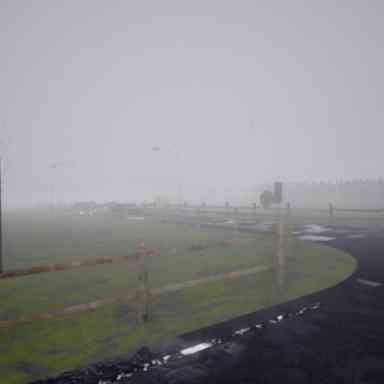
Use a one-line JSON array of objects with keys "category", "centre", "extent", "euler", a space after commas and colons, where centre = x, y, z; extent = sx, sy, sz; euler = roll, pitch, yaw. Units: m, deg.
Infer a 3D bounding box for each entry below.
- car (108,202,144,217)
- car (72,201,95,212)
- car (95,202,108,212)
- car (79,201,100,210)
[{"category": "car", "centre": [-6.969, 1.934, 36.412], "extent": [2.033, 1.411, 5.357], "euler": [-1, 0, -34]}, {"category": "car", "centre": [-17.074, 2.297, 51.339], "extent": [1.837, 1.490, 4.892], "euler": [-1, 0, -34]}, {"category": "car", "centre": [-12.008, 2.137, 48.891], "extent": [2.033, 1.411, 5.357], "euler": [-1, 0, -34]}, {"category": "car", "centre": [-17.633, 2.261, 57.019], "extent": [1.882, 1.535, 5.008], "euler": [-1, 0, -34]}]
